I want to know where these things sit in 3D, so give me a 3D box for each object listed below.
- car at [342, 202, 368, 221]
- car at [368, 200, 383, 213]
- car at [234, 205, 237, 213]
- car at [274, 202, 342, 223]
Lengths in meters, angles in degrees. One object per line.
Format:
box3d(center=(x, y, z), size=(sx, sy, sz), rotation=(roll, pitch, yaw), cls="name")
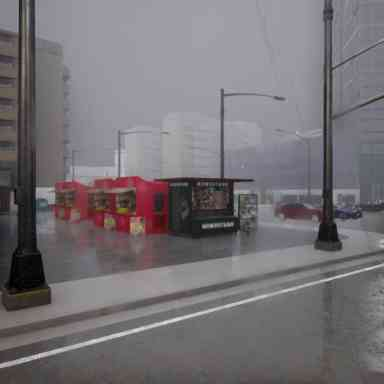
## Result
box3d(center=(12.238, 1.671, 28.434), size=(1.994, 1.385, 4.181), rotation=(0, -1, -35), cls="car")
box3d(center=(19.929, 1.621, 35.877), size=(2.128, 1.511, 4.902), rotation=(0, -1, -35), cls="car")
box3d(center=(3.346, 1.776, 40.702), size=(1.882, 1.535, 5.008), rotation=(0, -1, -36), cls="car")
box3d(center=(9.012, 1.589, 26.889), size=(1.882, 1.535, 5.008), rotation=(0, -1, -38), cls="car")
